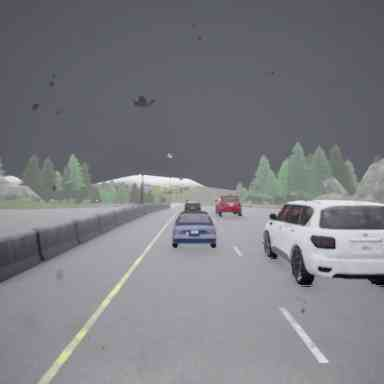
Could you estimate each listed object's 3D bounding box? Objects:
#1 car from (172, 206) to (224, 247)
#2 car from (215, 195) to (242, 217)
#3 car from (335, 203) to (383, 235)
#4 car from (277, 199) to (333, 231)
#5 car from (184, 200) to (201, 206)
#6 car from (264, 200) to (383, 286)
[{"bbox_3d":[0.094,1.558,15.044,2.033,1.411,5.357,0,0,0],"label":"car"},{"bbox_3d":[3.574,1.330,33.094,2.150,2.045,5.566,0,0,0],"label":"car"},{"bbox_3d":[10.592,1.520,19.998,1.837,1.490,4.892,0,0,0],"label":"car"},{"bbox_3d":[7.092,1.369,21.454,2.097,1.767,4.553,0,0,0],"label":"car"},{"bbox_3d":[0.084,1.683,38.997,1.882,1.535,5.008,0,-2,0],"label":"car"},{"bbox_3d":[3.608,1.229,9.549,2.150,2.045,5.566,0,0,0],"label":"car"}]
